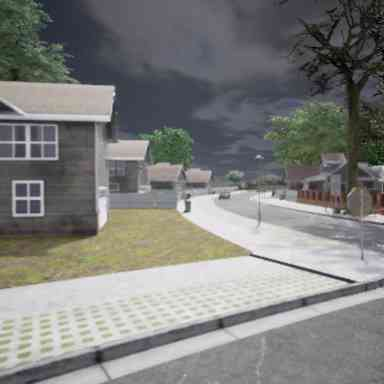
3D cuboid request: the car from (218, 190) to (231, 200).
[{"bbox_3d":[5.567,0.474,55.996,1.837,1.490,4.892,0,1,8],"label":"car"}]
